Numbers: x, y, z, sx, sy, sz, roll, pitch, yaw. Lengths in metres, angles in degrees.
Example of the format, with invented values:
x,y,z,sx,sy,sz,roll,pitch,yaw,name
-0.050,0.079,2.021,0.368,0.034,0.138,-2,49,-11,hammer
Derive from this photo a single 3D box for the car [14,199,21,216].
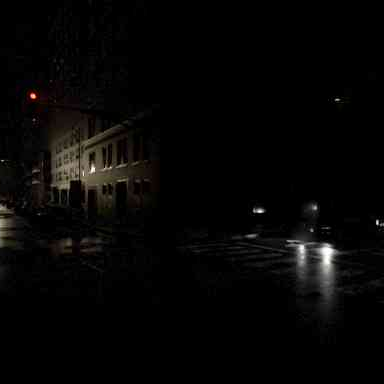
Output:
x,y,z,sx,sy,sz,roll,pitch,yaw,name
-14.709,1.553,30.380,2.008,1.369,4.403,1,0,-32,car

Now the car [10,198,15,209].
x,y,z,sx,sy,sz,roll,pitch,yaw,name
-17.665,1.547,35.054,1.887,1.381,4.507,1,0,-32,car

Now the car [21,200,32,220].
x,y,z,sx,sy,sz,roll,pitch,yaw,name
-11.753,1.547,25.705,1.887,1.381,4.507,1,0,-32,car

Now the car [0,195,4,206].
x,y,z,sx,sy,sz,roll,pitch,yaw,name
-29.490,1.550,53.752,2.008,1.369,4.403,1,0,-32,car

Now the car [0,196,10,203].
x,y,z,sx,sy,sz,roll,pitch,yaw,name
-38.359,1.577,67.775,1.802,1.307,4.206,1,0,-32,car

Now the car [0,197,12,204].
x,y,z,sx,sy,sz,roll,pitch,yaw,name
-35.402,1.562,63.101,1.947,1.339,4.313,1,0,-32,car

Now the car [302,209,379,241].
x,y,z,sx,sy,sz,roll,pitch,yaw,name
7.930,1.668,17.625,4.892,1.490,1.837,0,-1,-33,car

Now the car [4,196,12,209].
x,y,z,sx,sy,sz,roll,pitch,yaw,name
-23.578,1.567,44.403,1.947,1.339,4.313,1,0,-32,car

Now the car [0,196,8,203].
x,y,z,sx,sy,sz,roll,pitch,yaw,name
-41.315,1.559,72.450,1.947,1.339,4.313,1,0,-32,car

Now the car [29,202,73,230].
x,y,z,sx,sy,sz,roll,pitch,yaw,name
-8.797,1.568,21.031,1.947,1.339,4.313,1,0,-32,car
